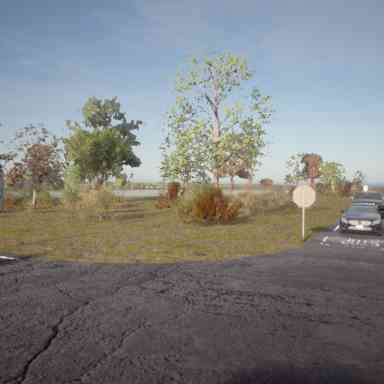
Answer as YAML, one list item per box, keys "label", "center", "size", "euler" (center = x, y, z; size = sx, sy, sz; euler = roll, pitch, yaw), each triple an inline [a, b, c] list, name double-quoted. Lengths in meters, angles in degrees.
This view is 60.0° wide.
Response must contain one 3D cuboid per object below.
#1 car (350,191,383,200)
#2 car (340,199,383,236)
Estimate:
- label: "car"
  center: [14.042, 0.950, 26.574]
  size: [2.150, 2.045, 5.566]
  euler: [1, 1, 29]
- label: "car"
  center: [8.918, 1.338, 17.446]
  size: [1.812, 1.442, 4.674]
  euler: [1, 1, 29]
